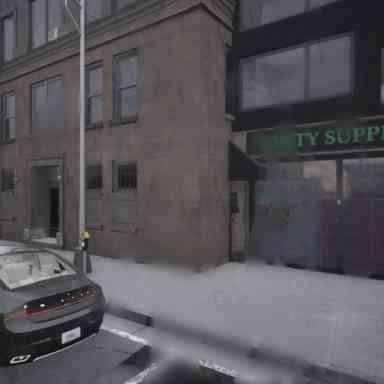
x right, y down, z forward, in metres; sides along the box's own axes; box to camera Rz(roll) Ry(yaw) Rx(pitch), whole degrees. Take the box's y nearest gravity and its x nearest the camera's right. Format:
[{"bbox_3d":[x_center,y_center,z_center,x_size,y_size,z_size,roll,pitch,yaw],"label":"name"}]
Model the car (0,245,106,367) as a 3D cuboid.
[{"bbox_3d":[-3.282,1.551,5.416,4.403,1.369,2.008,0,0,35],"label":"car"}]
